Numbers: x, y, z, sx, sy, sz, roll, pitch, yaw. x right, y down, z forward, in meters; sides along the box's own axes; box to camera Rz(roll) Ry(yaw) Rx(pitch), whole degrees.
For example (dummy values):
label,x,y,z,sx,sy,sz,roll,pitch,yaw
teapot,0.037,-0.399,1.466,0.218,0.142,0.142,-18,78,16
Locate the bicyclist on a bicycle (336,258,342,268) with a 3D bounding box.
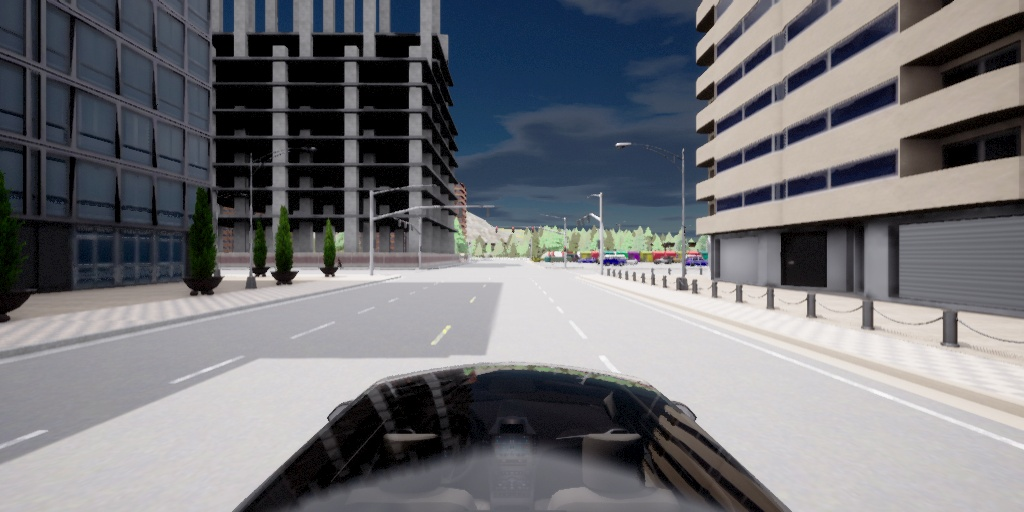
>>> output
label,x,y,z,sx,sy,sz,roll,pitch,yaw
bicyclist on a bicycle,-26.006,1.079,53.957,0.582,1.620,1.656,0,0,-1
